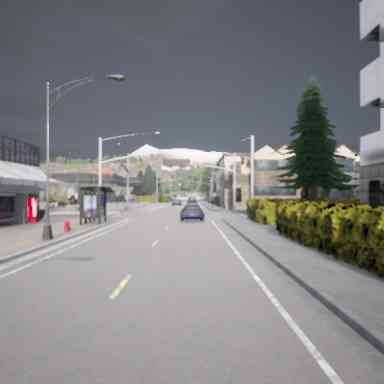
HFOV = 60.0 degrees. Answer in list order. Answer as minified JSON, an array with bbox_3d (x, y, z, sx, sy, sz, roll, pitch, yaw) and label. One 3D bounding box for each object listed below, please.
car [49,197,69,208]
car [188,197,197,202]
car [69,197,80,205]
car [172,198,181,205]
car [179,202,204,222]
[{"bbox_3d":[-22.554,1.937,55.148,1.970,1.475,3.806,0,-1,0],"label":"car"},{"bbox_3d":[0.017,1.905,79.000,2.097,1.767,4.553,0,-1,0],"label":"car"},{"bbox_3d":[-25.875,1.961,72.200,1.932,1.855,4.605,0,-1,0],"label":"car"},{"bbox_3d":[-3.483,2.233,76.076,2.128,1.511,4.902,0,-1,0],"label":"car"},{"bbox_3d":[0.012,1.838,29.264,1.994,1.385,4.181,0,-1,0],"label":"car"}]
